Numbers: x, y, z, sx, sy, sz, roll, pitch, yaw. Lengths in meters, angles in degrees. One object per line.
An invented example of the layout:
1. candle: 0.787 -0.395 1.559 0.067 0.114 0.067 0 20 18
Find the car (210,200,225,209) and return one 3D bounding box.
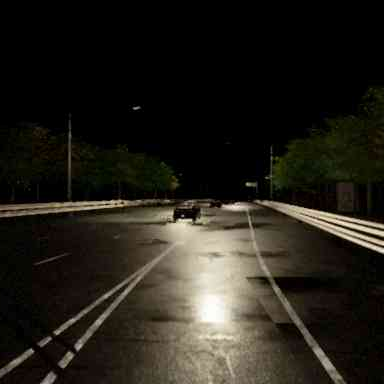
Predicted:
1. car: 4.240 2.111 58.153 1.837 1.490 4.892 0 -1 9

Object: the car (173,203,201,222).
1. car: -0.349 1.718 28.795 2.128 1.511 4.902 0 0 9

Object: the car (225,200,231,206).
1. car: 8.199 2.630 83.002 1.812 1.442 4.674 0 -1 9
